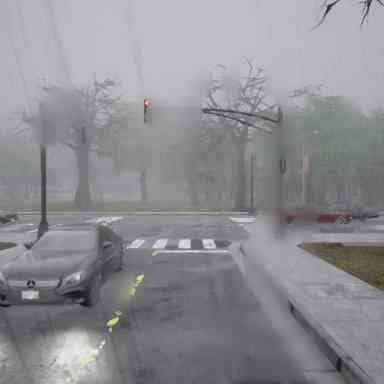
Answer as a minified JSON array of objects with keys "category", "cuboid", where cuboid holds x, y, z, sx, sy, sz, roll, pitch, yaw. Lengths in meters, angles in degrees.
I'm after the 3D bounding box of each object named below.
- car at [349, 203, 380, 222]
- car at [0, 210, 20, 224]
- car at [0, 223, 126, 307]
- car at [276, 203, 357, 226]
[{"category":"car","cuboid":[11.821,1.564,26.311,5.357,1.411,2.033,0,0,0]},{"category":"car","cuboid":[-14.879,1.533,22.900,5.357,1.411,2.033,0,0,3]},{"category":"car","cuboid":[-2.821,1.526,8.094,1.812,1.442,4.674,0,0,0]},{"category":"car","cuboid":[8.350,1.617,22.862,4.718,1.301,1.895,0,0,0]}]
